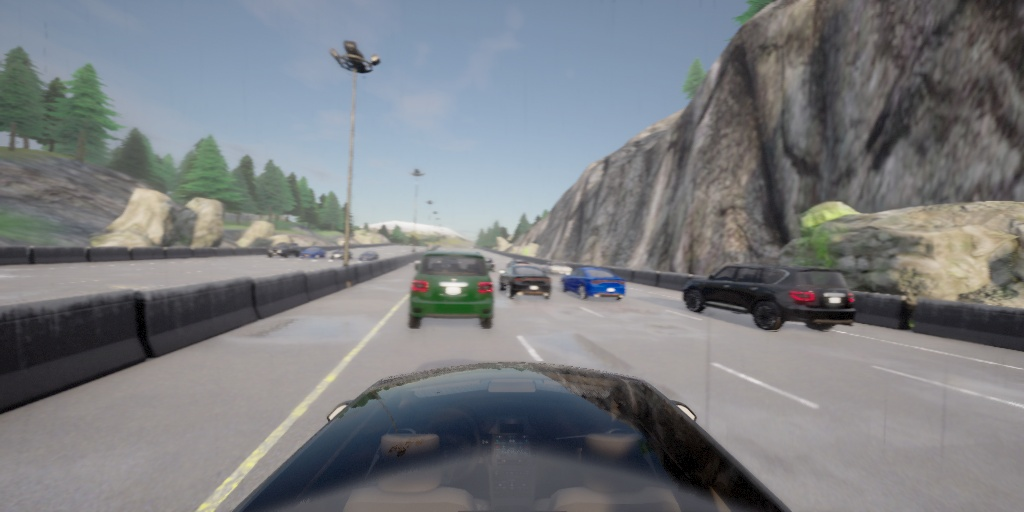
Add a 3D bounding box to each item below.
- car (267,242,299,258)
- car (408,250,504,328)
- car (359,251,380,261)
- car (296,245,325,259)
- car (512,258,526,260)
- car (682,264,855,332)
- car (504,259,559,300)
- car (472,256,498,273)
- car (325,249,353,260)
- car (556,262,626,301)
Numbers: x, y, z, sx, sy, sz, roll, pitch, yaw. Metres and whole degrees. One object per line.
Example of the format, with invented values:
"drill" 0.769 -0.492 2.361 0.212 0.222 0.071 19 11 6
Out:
"car" -29.517 -0.729 46.661 2.150 2.045 5.566 2 1 -10
"car" -1.833 0.859 10.993 2.150 2.045 5.566 2 0 -10
"car" -19.203 -0.020 48.519 2.033 1.411 5.357 2 1 -10
"car" -26.087 -0.381 47.300 1.882 1.535 5.008 2 1 -10
"car" 0.607 0.970 37.412 2.128 1.511 4.902 2 1 -10
"car" 8.529 1.292 12.639 2.150 2.045 5.566 2 0 -10
"car" 0.525 1.172 17.704 1.882 1.535 5.008 2 0 -10
"car" -2.869 0.822 36.985 2.128 1.511 4.902 2 1 -10
"car" -22.644 -0.228 47.911 2.128 1.511 4.902 2 1 -10
"car" 3.964 1.315 18.335 1.882 1.535 5.008 2 0 -10
